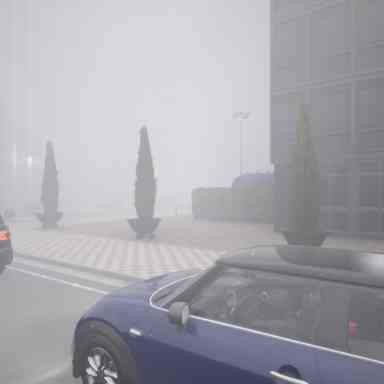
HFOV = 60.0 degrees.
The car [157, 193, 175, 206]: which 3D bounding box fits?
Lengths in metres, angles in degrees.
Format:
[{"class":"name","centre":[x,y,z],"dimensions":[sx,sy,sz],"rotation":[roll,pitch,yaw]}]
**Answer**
[{"class":"car","centre":[-5.029,1.221,54.024],"dimensions":[2.150,2.045,5.566],"rotation":[0,0,35]}]

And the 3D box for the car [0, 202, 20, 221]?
[{"class":"car","centre":[-15.993,1.564,25.813],"dimensions":[1.994,1.385,4.181],"rotation":[0,0,35]}]

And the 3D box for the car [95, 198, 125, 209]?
[{"class":"car","centre":[-11.115,1.564,45.343],"dimensions":[1.994,1.385,4.181],"rotation":[0,0,35]}]

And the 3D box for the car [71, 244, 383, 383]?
[{"class":"car","centre":[0.807,1.352,3.418],"dimensions":[4.553,1.767,2.097],"rotation":[0,0,36]}]

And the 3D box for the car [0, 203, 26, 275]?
[{"class":"car","centre":[-7.056,1.222,9.004],"dimensions":[5.566,2.045,2.150],"rotation":[0,0,36]}]

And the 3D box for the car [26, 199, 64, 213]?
[{"class":"car","centre":[-16.814,1.491,37.206],"dimensions":[2.128,1.511,4.902],"rotation":[0,0,35]}]
